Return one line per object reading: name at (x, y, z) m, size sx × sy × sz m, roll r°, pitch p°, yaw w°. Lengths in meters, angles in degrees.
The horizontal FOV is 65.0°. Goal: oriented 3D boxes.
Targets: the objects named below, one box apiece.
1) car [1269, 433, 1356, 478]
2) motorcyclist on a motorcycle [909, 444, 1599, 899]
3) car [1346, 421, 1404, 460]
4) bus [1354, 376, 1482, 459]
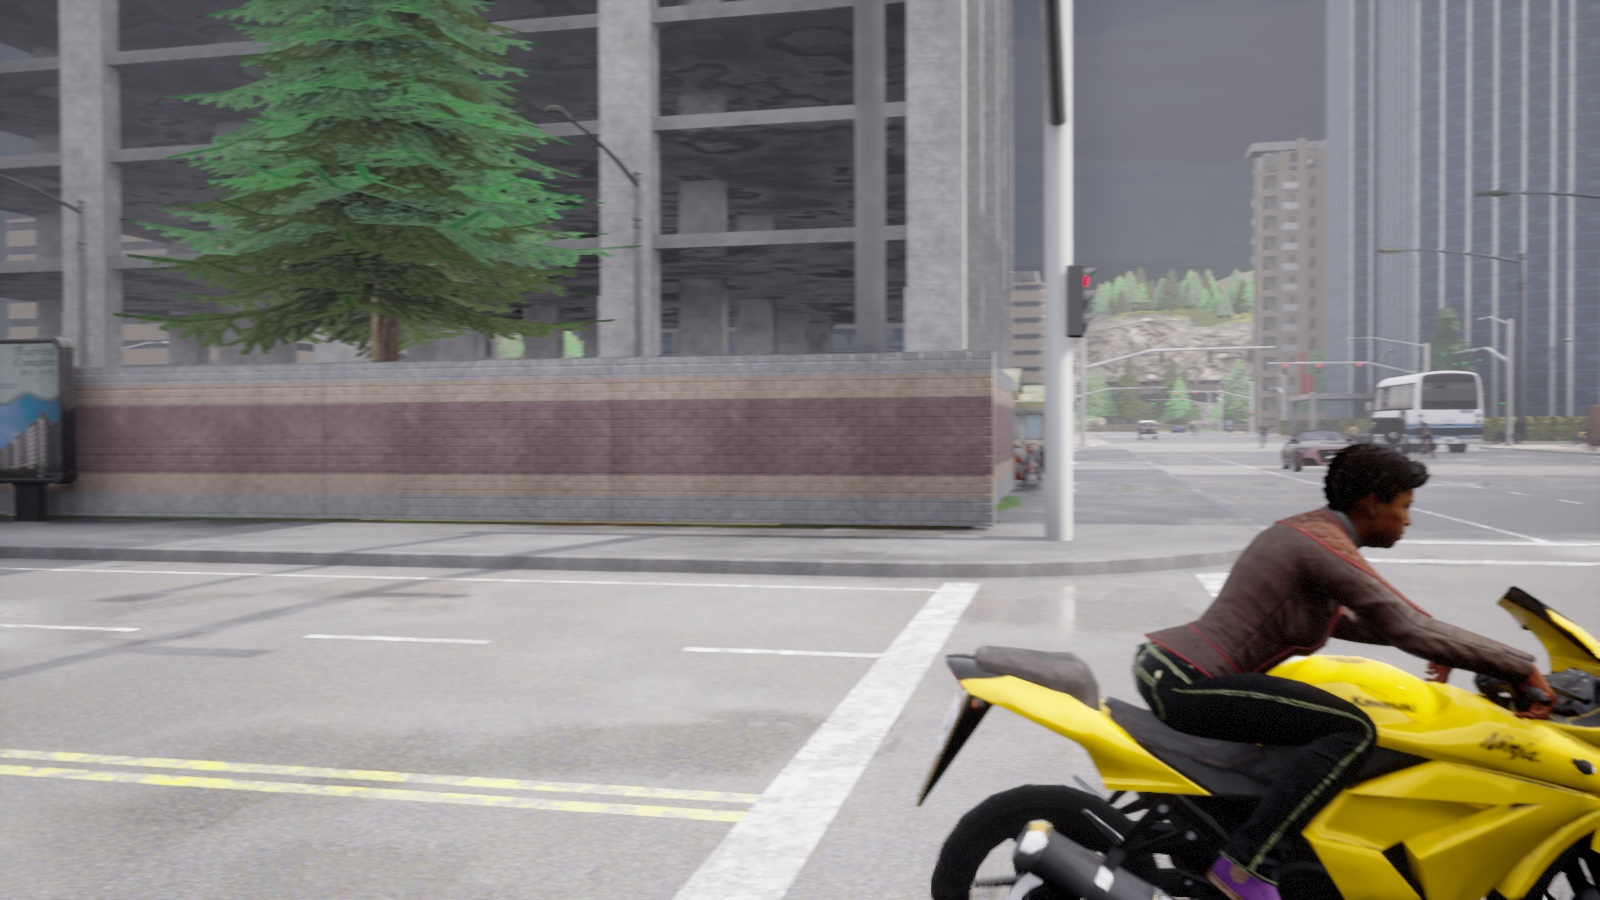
car at (17.096, 0.142, 42.068) m, size 1.994 × 1.385 × 4.181 m, roll 0°, pitch 1°, yaw 12°
motorcyclist on a motorcycle at (1.322, 0.750, 3.237) m, size 2.044 × 1.523 × 0.797 m, roll 0°, pitch 0°, yaw 7°
car at (28.990, -0.496, 63.415) m, size 1.905 × 1.878 × 3.866 m, roll 0°, pitch 1°, yaw 12°
bus at (33.929, -1.771, 69.517) m, size 3.944 × 4.253 × 10.273 m, roll 0°, pitch 1°, yaw 12°
